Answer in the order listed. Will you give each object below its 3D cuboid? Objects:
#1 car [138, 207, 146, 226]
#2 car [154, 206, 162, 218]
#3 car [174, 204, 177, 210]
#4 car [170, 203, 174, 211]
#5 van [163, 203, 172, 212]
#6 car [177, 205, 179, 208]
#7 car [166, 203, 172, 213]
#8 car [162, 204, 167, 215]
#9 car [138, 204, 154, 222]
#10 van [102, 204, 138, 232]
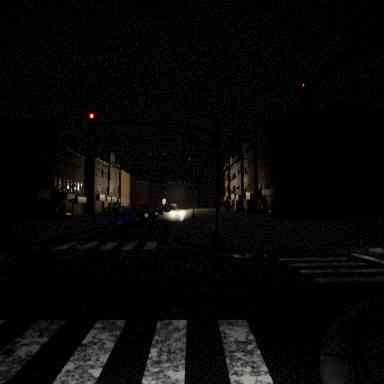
[{"bbox_3d":[-5.404,2.211,27.728,2.008,1.369,4.403,2,-2,0],"label":"car"},{"bbox_3d":[-5.442,2.666,43.287,1.887,1.381,4.507,2,-2,0],"label":"car"},{"bbox_3d":[-5.548,4.086,85.586,2.008,1.369,4.403,1,-2,0],"label":"car"},{"bbox_3d":[-5.506,3.419,69.728,1.967,1.590,4.097,1,-2,0],"label":"car"},{"bbox_3d":[-5.517,3.501,75.019,1.690,1.788,3.998,1,-2,0],"label":"van"},{"bbox_3d":[-5.556,4.041,90.880,2.192,1.841,5.009,1,-2,0],"label":"car"},{"bbox_3d":[-5.495,3.344,64.438,1.887,1.381,4.507,1,-2,0],"label":"car"},{"bbox_3d":[-5.470,3.035,53.862,1.802,1.307,4.206,2,-2,0],"label":"car"},{"bbox_3d":[-5.409,2.120,32.718,2.192,1.841,5.009,2,-2,0],"label":"car"},{"bbox_3d":[-5.390,1.905,24.415,1.690,1.788,3.998,2,-2,0],"label":"van"}]
